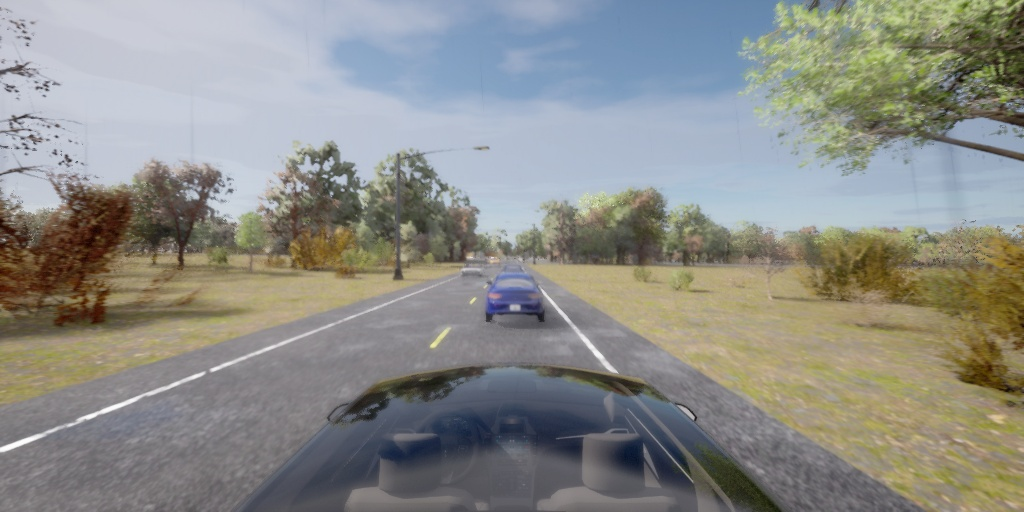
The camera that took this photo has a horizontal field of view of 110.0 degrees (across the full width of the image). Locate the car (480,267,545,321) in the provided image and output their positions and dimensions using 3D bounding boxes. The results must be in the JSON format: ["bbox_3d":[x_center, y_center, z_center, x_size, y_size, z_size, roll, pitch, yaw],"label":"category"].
[{"bbox_3d":[0.092,1.286,12.327,1.812,1.442,4.674,0,0,0],"label":"car"}]

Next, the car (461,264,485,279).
[{"bbox_3d":[-3.604,1.383,33.445,1.895,1.301,4.718,0,0,0],"label":"car"}]

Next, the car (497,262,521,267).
[{"bbox_3d":[0.087,1.340,27.526,1.994,1.385,4.181,0,0,0],"label":"car"}]
